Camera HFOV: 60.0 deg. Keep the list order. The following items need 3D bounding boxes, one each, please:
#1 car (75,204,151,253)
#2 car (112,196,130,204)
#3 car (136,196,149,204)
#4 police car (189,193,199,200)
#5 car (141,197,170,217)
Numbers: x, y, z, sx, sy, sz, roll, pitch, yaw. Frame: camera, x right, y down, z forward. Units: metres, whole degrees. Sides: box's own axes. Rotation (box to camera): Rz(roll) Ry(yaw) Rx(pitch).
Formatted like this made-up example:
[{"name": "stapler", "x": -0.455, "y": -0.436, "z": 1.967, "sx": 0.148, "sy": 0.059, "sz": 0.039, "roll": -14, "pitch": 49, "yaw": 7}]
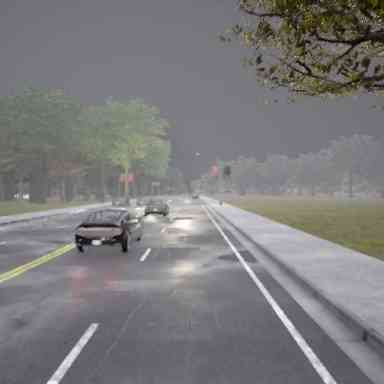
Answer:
[{"name": "car", "x": -3.155, "y": 1.449, "z": 13.417, "sx": 2.128, "sy": 1.511, "sz": 4.902, "roll": 0, "pitch": 0, "yaw": 0}, {"name": "car", "x": -9.846, "y": 1.364, "z": 46.422, "sx": 2.128, "sy": 1.511, "sz": 4.902, "roll": 0, "pitch": 0, "yaw": 0}, {"name": "car", "x": -6.597, "y": 1.363, "z": 46.529, "sx": 2.128, "sy": 1.511, "sz": 4.902, "roll": 0, "pitch": 0, "yaw": 0}, {"name": "police car", "x": 0.945, "y": 1.226, "z": 88.241, "sx": 1.930, "sy": 1.638, "sz": 5.238, "roll": 0, "pitch": 0, "yaw": 0}, {"name": "car", "x": -3.160, "y": 1.476, "z": 30.626, "sx": 1.994, "sy": 1.385, "sz": 4.181, "roll": 0, "pitch": 0, "yaw": 0}]
